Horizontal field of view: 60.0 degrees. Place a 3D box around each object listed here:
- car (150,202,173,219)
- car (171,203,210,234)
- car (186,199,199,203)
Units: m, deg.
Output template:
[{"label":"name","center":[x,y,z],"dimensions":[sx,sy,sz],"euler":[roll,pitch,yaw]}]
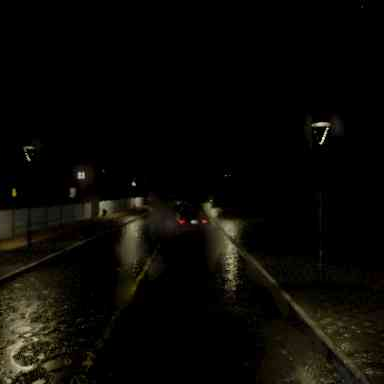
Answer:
[{"label":"car","center":[-2.803,1.659,31.209],"dimensions":[1.812,1.442,4.674],"euler":[0,0,0]},{"label":"car","center":[0.064,1.633,19.819],"dimensions":[2.033,1.411,5.357],"euler":[0,0,0]},{"label":"car","center":[0.031,1.673,39.978],"dimensions":[1.837,1.490,4.892],"euler":[0,-1,0]}]
